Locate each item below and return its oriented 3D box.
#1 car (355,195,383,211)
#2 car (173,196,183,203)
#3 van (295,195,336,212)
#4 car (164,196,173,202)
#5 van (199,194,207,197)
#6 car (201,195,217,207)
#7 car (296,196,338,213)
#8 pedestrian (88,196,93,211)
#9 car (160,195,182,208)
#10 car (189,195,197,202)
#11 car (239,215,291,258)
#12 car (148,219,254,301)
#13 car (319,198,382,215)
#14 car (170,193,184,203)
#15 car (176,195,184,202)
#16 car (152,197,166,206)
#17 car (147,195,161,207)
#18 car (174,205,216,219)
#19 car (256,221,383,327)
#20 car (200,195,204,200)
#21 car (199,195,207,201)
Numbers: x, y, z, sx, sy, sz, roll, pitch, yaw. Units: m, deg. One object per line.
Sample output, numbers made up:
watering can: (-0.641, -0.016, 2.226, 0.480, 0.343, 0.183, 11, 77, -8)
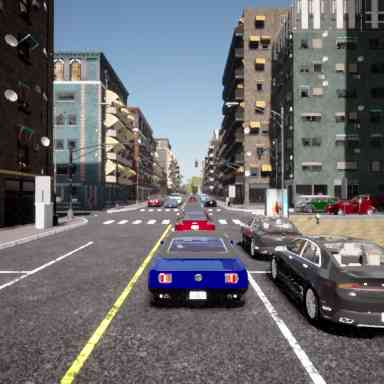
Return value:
car: (19.377, 1.228, 37.431, 5.009, 1.841, 2.192, 0, 0, 1)
car: (-2.850, 1.591, 68.615, 1.994, 1.385, 4.181, 0, 0, 0)
van: (13.850, 1.296, 37.483, 3.998, 1.788, 1.690, 0, 0, 1)
car: (-5.497, 1.597, 78.603, 1.947, 1.339, 4.313, 1, 0, 0)
van: (2.885, 1.373, 78.545, 1.690, 1.788, 3.998, 1, 0, 0)
car: (2.818, 1.585, 50.688, 1.947, 1.339, 4.313, 1, 0, 0)
car: (13.415, 1.272, 34.904, 4.553, 1.767, 2.097, 0, -1, 1)
pedestrian: (-12.435, 1.347, 40.688, 0.375, 1.860, 0.375, 0, 0, 1)
car: (-2.990, 1.565, 48.672, 2.033, 1.411, 5.357, 0, 0, 1)
car: (0.185, 1.556, 80.119, 1.812, 1.442, 4.674, 0, 0, 0)
car: (2.859, 1.555, 12.495, 2.008, 1.369, 4.403, 1, 0, 0)
car: (0.119, 1.603, 8.311, 1.895, 1.301, 4.718, 0, 0, 0)
car: (13.770, 1.413, 29.101, 4.206, 1.307, 1.802, 0, 0, 1)
car: (-2.942, 1.244, 58.673, 2.150, 2.045, 5.566, 0, 0, 1)
car: (-2.817, 1.532, 79.024, 1.837, 1.490, 4.892, 0, 0, 0)
car: (-5.549, 1.566, 56.319, 1.887, 1.381, 4.507, 1, 0, 0)
car: (-5.558, 1.334, 50.748, 2.192, 1.841, 5.009, 1, 0, 0)
car: (0.135, 1.569, 17.174, 1.994, 1.385, 4.181, 0, 0, 0)
car: (2.846, 1.553, 6.925, 2.008, 1.369, 4.403, 1, 0, 0)
car: (2.831, 1.603, 56.259, 1.802, 1.307, 4.206, 1, 0, 0)
car: (2.909, 1.581, 89.686, 1.887, 1.381, 4.507, 1, 0, 0)
